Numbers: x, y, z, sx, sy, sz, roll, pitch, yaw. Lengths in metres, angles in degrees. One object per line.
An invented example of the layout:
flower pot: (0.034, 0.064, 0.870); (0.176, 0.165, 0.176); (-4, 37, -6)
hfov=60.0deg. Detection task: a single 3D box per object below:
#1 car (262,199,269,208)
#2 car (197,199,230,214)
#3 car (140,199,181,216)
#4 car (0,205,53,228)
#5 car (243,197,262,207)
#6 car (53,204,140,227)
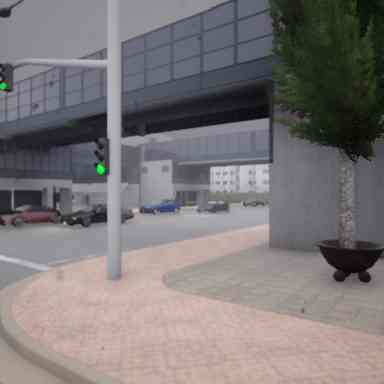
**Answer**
car: (12.598, 1.482, 48.977); (1.882, 1.535, 5.008); (0, 0, 36)
car: (2.343, 1.526, 34.951); (1.812, 1.442, 4.674); (0, 0, 36)
car: (-3.156, 1.478, 33.343); (1.882, 1.535, 5.008); (0, 1, 36)
car: (-10.971, 1.565, 22.543); (1.994, 1.385, 4.181); (0, 0, 36)
car: (9.449, 1.493, 50.604); (2.128, 1.511, 4.902); (0, 0, 36)
car: (-6.384, 1.548, 22.914); (2.033, 1.411, 5.357); (0, 0, 36)
